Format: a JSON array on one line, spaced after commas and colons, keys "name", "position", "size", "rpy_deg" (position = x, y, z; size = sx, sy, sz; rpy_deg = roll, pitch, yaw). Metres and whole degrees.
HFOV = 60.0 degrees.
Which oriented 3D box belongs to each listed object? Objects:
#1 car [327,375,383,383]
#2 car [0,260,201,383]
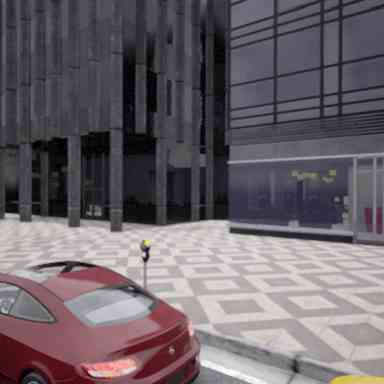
[{"name": "car", "position": [2.647, 1.530, 1.083], "size": [4.829, 1.417, 1.752], "rpy_deg": [0, 0, 35]}, {"name": "car", "position": [-1.851, 1.570, 4.262], "size": [4.206, 1.307, 1.802], "rpy_deg": [0, 0, 35]}]
